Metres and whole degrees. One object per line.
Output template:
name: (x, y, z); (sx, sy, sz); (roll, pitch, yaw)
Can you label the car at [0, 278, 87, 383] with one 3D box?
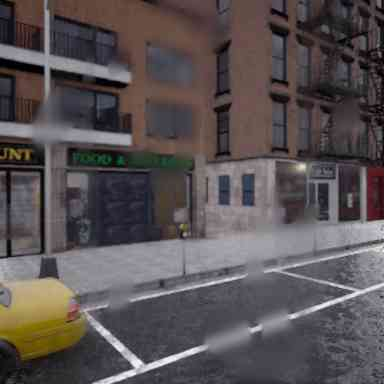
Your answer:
car: (-3.696, 1.533, 3.567); (4.829, 1.417, 1.752); (-1, 0, -35)
